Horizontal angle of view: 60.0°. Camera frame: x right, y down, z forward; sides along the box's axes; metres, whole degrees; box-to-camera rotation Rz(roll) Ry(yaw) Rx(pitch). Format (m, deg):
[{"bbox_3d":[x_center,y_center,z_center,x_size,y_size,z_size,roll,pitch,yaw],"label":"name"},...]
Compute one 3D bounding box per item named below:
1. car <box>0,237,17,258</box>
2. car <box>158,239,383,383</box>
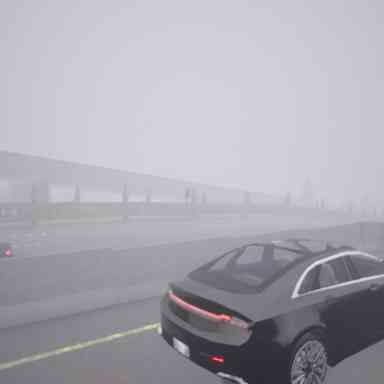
[{"bbox_3d":[-7.030,1.550,7.577,5.357,1.411,2.033,0,0,-35],"label":"car"},{"bbox_3d":[1.855,1.486,5.069,4.902,1.511,2.128,0,0,-35],"label":"car"}]
